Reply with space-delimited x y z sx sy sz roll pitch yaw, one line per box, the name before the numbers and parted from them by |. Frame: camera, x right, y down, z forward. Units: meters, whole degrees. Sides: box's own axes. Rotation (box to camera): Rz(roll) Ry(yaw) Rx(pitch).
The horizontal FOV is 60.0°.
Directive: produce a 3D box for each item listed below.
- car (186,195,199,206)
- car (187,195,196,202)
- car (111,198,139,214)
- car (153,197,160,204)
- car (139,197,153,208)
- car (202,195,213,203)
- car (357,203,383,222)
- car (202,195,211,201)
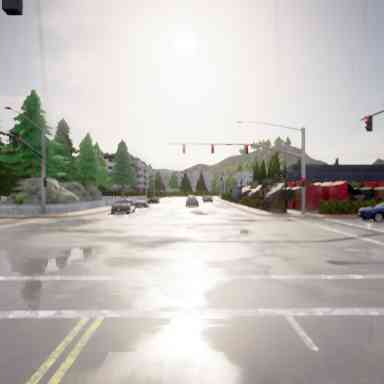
car | 0.024 1.516 51.822 1.994 1.385 4.181 0 0 0
car | -0.116 1.453 79.133 2.128 1.511 4.902 0 0 0
car | -7.169 1.473 34.992 1.837 1.490 4.892 0 0 1
car | -7.130 1.544 61.873 1.895 1.301 4.718 0 0 0
car | -7.160 1.483 47.185 1.812 1.442 4.674 0 0 0
car | 3.398 1.533 69.580 1.895 1.301 4.718 0 0 0
car | 14.908 1.400 24.605 5.008 1.535 1.882 0 0 0
car | 3.385 1.406 78.489 1.895 1.301 4.718 0 0 0
